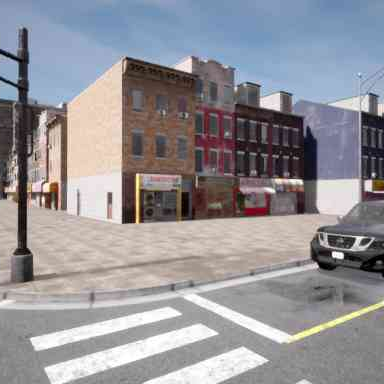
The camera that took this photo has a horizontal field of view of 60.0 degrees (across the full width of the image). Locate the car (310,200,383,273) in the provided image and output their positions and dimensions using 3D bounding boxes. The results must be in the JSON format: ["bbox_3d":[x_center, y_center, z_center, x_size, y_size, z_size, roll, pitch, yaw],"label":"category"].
[{"bbox_3d":[5.960,1.266,10.022,5.566,2.045,2.150,0,-1,-35],"label":"car"}]

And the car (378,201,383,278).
[{"bbox_3d":[6.361,1.243,6.819,5.566,2.045,2.150,0,0,-35],"label":"car"}]
